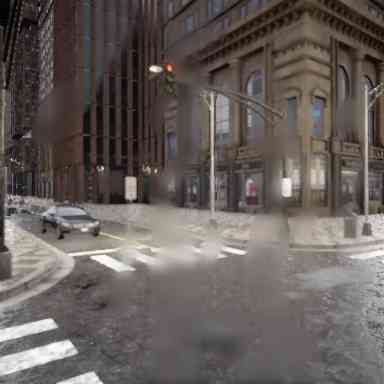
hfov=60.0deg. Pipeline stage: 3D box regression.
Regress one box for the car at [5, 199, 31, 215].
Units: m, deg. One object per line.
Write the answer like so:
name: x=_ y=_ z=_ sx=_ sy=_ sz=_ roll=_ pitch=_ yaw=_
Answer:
car: x=-15.852 y=1.307 z=29.916 sx=1.895 sy=1.301 sz=4.718 roll=0 pitch=0 yaw=-36

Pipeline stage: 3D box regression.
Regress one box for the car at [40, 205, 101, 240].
car: x=-6.156 y=1.379 z=16.491 sx=1.812 sy=1.442 sz=4.674 roll=0 pitch=1 yaw=-38
